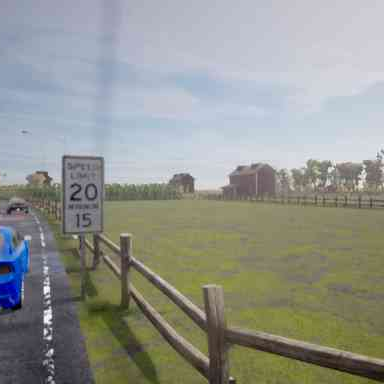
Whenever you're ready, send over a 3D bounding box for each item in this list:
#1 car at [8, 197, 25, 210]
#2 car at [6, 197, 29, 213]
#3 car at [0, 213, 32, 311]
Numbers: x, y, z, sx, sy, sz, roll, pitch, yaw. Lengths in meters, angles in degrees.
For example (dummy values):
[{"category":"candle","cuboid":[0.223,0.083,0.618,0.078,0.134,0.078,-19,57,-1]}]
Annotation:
[{"category":"car","cuboid":[-23.341,1.494,44.069,1.837,1.490,4.892,0,0,-30]},{"category":"car","cuboid":[-18.395,1.500,35.178,1.837,1.490,4.892,0,0,-28]},{"category":"car","cuboid":[-4.719,1.477,7.376,1.882,1.535,5.008,0,0,-24]}]
